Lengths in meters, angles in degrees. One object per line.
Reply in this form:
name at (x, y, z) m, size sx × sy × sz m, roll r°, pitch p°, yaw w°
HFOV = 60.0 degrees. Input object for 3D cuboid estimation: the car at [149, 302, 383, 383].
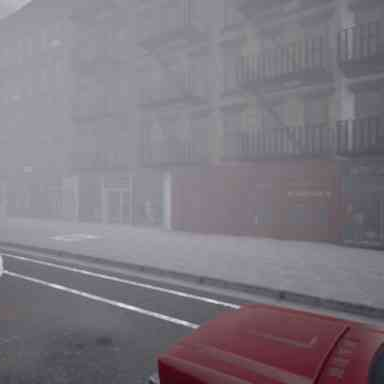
car at (1.944, 1.604, 2.309) m, size 4.718 × 1.301 × 1.895 m, roll 0°, pitch 0°, yaw 36°

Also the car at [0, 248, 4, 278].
car at (-6.362, 1.501, 8.103) m, size 4.674 × 1.442 × 1.812 m, roll 0°, pitch 0°, yaw 36°
